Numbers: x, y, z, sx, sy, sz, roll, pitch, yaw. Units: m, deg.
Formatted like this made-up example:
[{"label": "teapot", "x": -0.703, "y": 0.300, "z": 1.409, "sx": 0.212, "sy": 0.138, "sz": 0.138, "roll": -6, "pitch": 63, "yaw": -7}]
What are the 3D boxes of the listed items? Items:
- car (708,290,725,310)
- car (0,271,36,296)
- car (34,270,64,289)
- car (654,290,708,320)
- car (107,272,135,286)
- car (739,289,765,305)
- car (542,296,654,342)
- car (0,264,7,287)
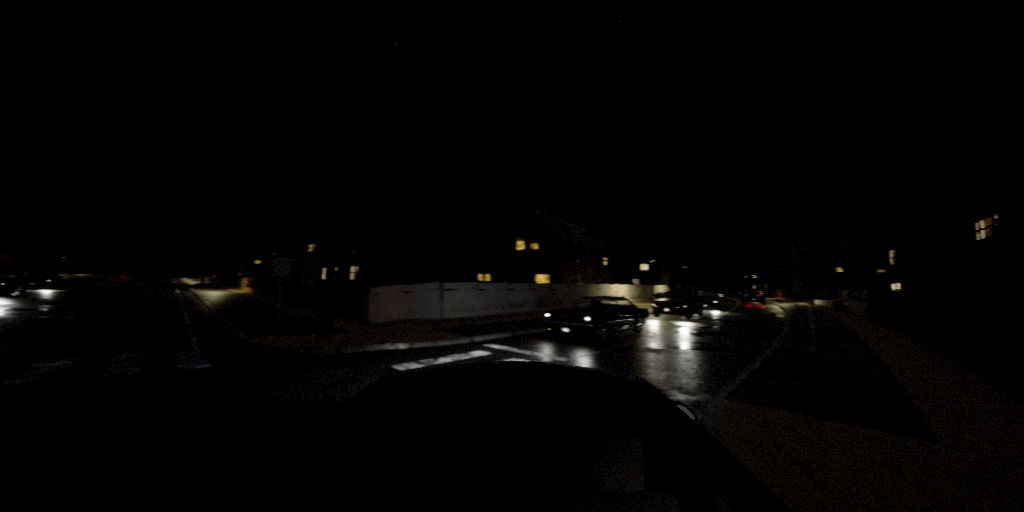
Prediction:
[{"label": "car", "x": 15.890, "y": 3.476, "z": 28.792, "sx": 2.033, "sy": 1.411, "sz": 5.357, "roll": -2, "pitch": -5, "yaw": 36}, {"label": "car", "x": -30.942, "y": 1.666, "z": 21.474, "sx": 1.895, "sy": 1.301, "sz": 4.718, "roll": 8, "pitch": -7, "yaw": -43}, {"label": "car", "x": -38.050, "y": 1.898, "z": 29.012, "sx": 1.812, "sy": 1.442, "sz": 4.674, "roll": 7, "pitch": -7, "yaw": -42}, {"label": "car", "x": 9.457, "y": 2.684, "z": 20.317, "sx": 1.837, "sy": 1.490, "sz": 4.892, "roll": -2, "pitch": -5, "yaw": 38}, {"label": "car", "x": -45.558, "y": 2.601, "z": 41.829, "sx": 1.882, "sy": 1.535, "sz": 5.008, "roll": 8, "pitch": -7, "yaw": -43}, {"label": "car", "x": 25.802, "y": 4.354, "z": 38.346, "sx": 2.128, "sy": 1.511, "sz": 4.902, "roll": -1, "pitch": -5, "yaw": 32}, {"label": "car", "x": 3.083, "y": 2.094, "z": 12.632, "sx": 1.895, "sy": 1.301, "sz": 4.718, "roll": -2, "pitch": -5, "yaw": 41}, {"label": "car", "x": -40.211, "y": 1.405, "z": 26.612, "sx": 2.097, "sy": 1.767, "sz": 4.553, "roll": 7, "pitch": -7, "yaw": -43}]
